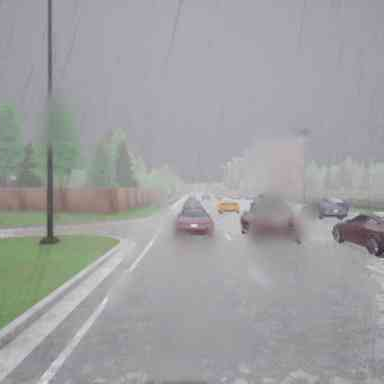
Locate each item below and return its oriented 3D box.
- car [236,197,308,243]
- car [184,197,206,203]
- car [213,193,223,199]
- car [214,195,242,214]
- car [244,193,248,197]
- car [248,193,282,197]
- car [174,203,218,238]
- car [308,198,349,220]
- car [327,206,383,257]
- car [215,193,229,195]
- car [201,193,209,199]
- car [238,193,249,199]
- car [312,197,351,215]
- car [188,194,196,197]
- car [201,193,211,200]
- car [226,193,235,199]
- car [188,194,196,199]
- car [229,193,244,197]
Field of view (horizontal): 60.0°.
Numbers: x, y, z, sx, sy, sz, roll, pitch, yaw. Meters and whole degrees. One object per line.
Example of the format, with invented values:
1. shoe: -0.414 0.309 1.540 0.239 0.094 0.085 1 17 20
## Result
1. car: 3.596 1.303 15.869 2.097 1.767 4.553 0 0 0
2. car: 0.093 1.462 33.094 1.994 1.385 4.181 0 0 0
3. car: 6.979 1.081 90.099 2.128 1.511 4.902 0 0 0
4. car: 3.594 1.373 33.873 1.882 1.535 5.008 0 0 0
5. car: 13.987 1.299 80.082 1.994 1.385 4.181 0 0 0
6. car: 7.095 1.125 31.362 2.150 2.045 5.566 0 0 0
7. car: 0.096 1.510 17.315 1.994 1.385 4.181 0 0 0
8. car: 10.594 1.464 26.886 2.033 1.411 5.357 0 0 0
9. car: 7.096 1.486 12.675 1.812 1.442 4.674 0 0 0
10. car: 6.987 1.271 79.664 2.128 1.511 4.902 0 0 0
11. car: 3.477 1.072 90.505 1.837 1.490 4.892 0 0 0
12. car: 13.979 1.095 90.121 2.033 1.411 5.357 0 0 0
13. car: 14.094 1.373 33.876 1.882 1.535 5.008 0 0 0
14. car: -0.013 1.270 80.496 1.812 1.442 4.674 0 0 0
15. car: 3.487 1.100 80.433 2.097 1.767 4.553 0 0 0
16. car: 10.477 1.096 90.527 1.812 1.442 4.674 0 0 0
17. car: -0.023 1.125 90.494 1.994 1.385 4.181 0 0 0
18. car: 10.487 1.269 80.465 2.128 1.511 4.902 0 0 0
